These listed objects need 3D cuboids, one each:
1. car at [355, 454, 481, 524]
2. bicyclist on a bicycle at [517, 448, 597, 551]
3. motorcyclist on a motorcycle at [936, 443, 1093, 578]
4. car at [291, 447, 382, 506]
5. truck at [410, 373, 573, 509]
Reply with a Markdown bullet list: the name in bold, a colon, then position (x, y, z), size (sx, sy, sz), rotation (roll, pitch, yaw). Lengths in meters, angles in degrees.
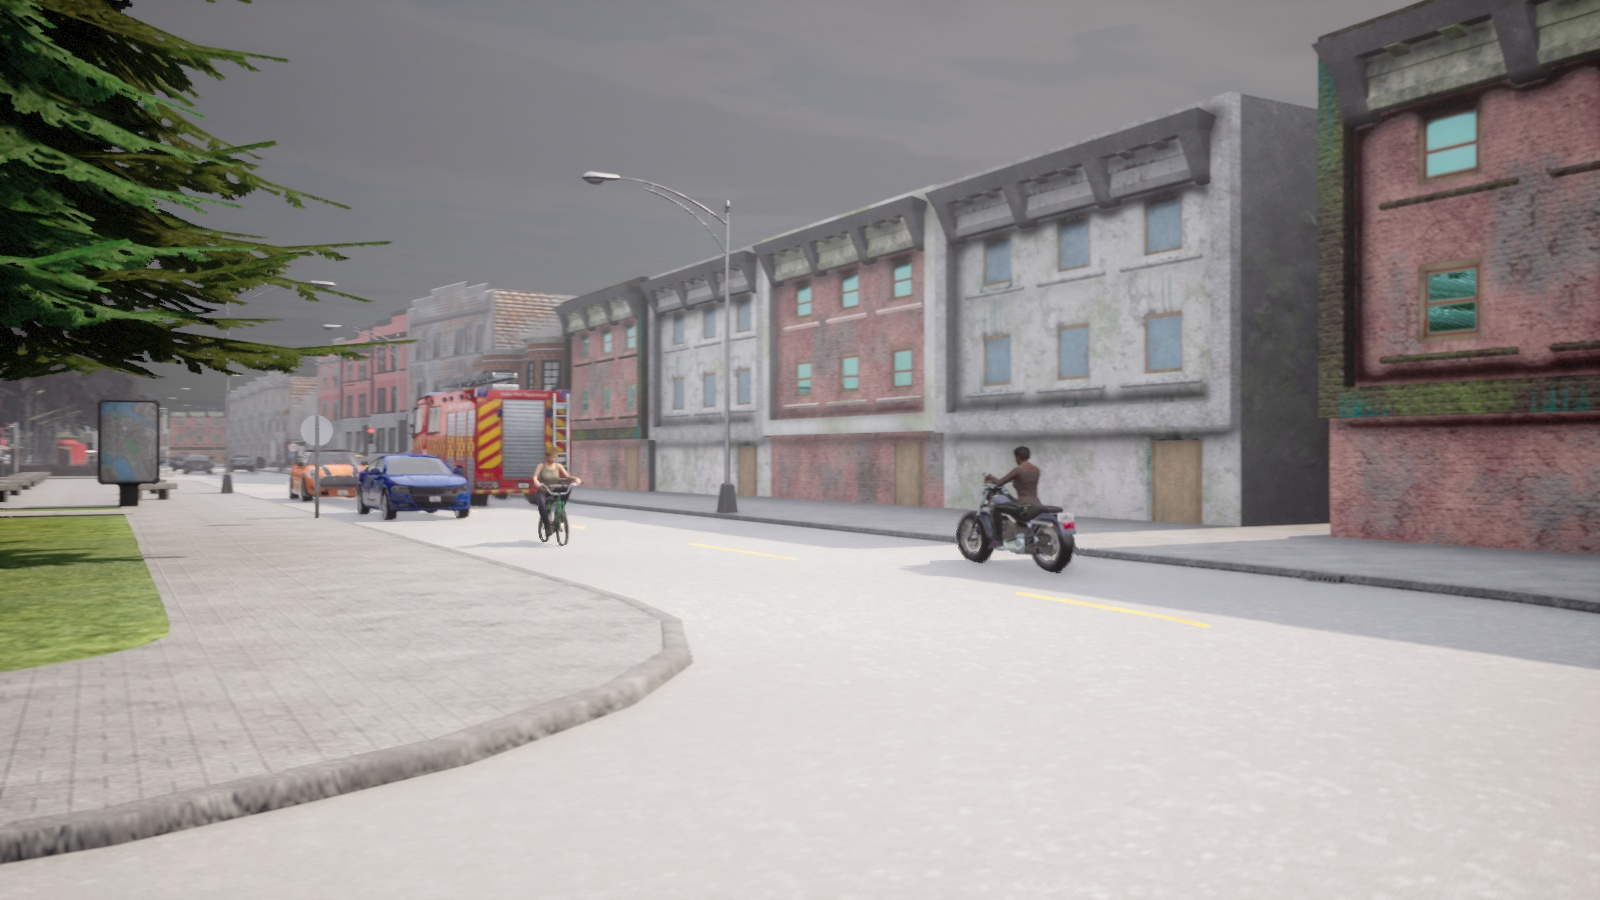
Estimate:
- **car**: position (-9.230, 0.869, 30.037), size (1.882, 1.535, 5.008), rotation (0, 0, -29)
- **bicyclist on a bicycle**: position (-3.995, 0.772, 20.549), size (0.866, 1.612, 1.509), rotation (0, 0, -29)
- **motorcyclist on a motorcycle**: position (2.773, 0.745, 16.565), size (0.766, 1.649, 2.350), rotation (0, 0, -27)
- **car**: position (-14.996, 0.810, 40.488), size (2.097, 1.767, 4.553), rotation (0, 0, -29)
- **truck**: position (-9.909, -0.236, 39.545), size (2.891, 3.827, 8.468), rotation (0, 0, -29)
